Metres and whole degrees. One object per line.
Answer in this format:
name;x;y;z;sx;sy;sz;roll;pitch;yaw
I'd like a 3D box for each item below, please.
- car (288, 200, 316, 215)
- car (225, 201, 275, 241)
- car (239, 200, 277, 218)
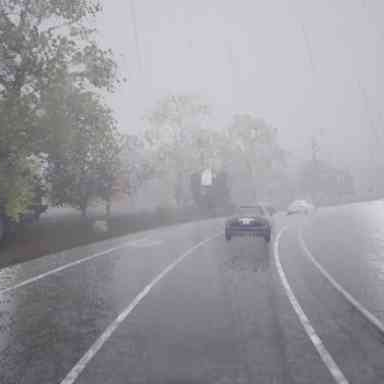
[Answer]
car;11.070;1.558;33.515;1.812;1.442;4.674;-4;-2;34
car;3.060;1.394;16.986;2.097;1.767;4.553;-1;-1;17
car;6.660;1.678;33.040;1.882;1.535;5.008;-3;-2;33
